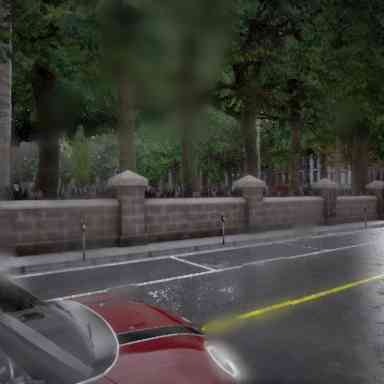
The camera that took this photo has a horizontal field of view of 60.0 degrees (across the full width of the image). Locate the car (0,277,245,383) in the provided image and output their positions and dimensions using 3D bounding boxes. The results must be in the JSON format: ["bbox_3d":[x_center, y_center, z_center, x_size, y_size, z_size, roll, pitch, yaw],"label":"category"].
[{"bbox_3d":[-1.729,1.351,2.201,4.553,1.767,2.097,0,0,-35],"label":"car"}]
